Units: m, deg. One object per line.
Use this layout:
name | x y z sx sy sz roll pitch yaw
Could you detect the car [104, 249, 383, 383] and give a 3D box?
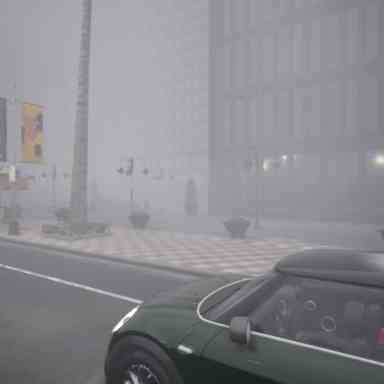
car | 1.286 1.351 3.075 4.553 1.767 2.097 0 0 35
